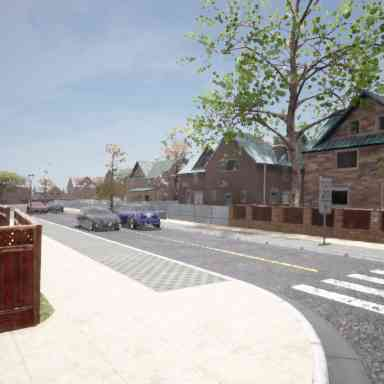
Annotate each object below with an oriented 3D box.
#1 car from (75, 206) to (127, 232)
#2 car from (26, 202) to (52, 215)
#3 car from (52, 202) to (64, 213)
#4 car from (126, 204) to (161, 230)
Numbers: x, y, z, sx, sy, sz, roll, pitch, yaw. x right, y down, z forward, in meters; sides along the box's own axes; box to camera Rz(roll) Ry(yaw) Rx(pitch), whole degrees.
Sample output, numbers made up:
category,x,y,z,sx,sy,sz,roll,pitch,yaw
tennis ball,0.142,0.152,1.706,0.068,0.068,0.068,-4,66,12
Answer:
category,x,y,z,sx,sy,sz,roll,pitch,yaw
car,-6.323,1.741,22.108,1.837,1.490,4.892,2,-2,-34
car,-19.330,1.993,41.438,1.882,1.535,5.008,2,-2,-34
car,-19.335,2.134,46.541,2.128,1.511,4.902,2,-2,-34
car,-4.107,1.668,24.099,2.097,1.767,4.553,2,-2,-34
